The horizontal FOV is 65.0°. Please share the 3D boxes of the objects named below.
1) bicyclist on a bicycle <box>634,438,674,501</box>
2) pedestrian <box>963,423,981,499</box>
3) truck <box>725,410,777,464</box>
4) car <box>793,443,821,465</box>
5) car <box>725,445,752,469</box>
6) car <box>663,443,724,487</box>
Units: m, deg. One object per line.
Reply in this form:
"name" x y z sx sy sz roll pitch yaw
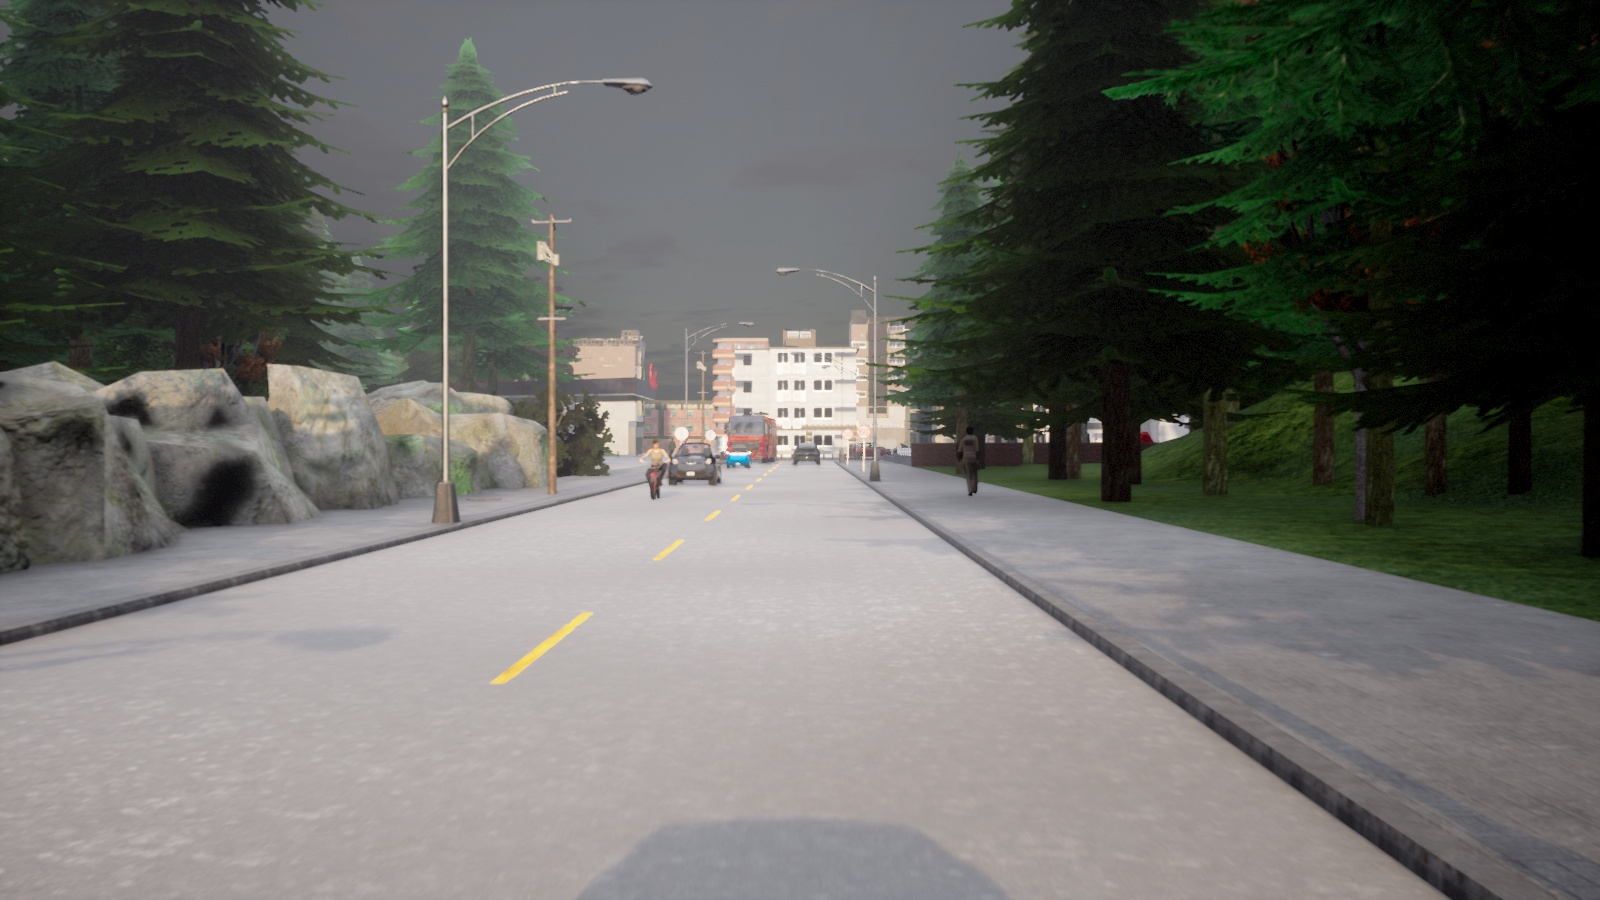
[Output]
"bicyclist on a bicycle" -3.792 0.495 32.783 0.866 1.612 1.509 0 0 1
"pedestrian" 4.449 0.277 32.468 0.396 1.930 0.692 0 0 13
"truck" -3.584 -0.953 94.459 2.891 3.827 8.468 0 0 5
"car" 0.466 0.265 86.265 1.837 1.490 4.892 0 0 0
"car" -3.591 0.384 73.370 1.481 1.376 2.207 0 0 0
"car" -3.729 0.505 44.525 1.845 1.501 3.633 0 0 0
